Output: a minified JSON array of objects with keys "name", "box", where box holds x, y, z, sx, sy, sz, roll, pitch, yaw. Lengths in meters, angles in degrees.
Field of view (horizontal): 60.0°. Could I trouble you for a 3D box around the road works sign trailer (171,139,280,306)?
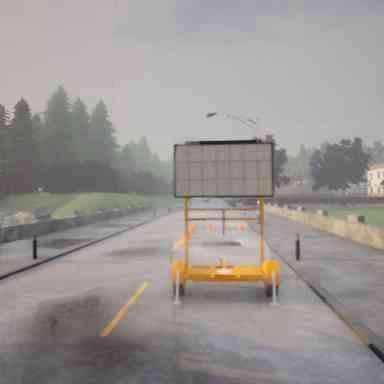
[{"name":"road works sign trailer","box":[0.778,0.539,8.225,2.380,3.560,2.880,-1,-1,4]}]
